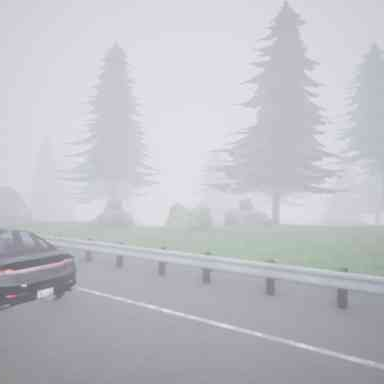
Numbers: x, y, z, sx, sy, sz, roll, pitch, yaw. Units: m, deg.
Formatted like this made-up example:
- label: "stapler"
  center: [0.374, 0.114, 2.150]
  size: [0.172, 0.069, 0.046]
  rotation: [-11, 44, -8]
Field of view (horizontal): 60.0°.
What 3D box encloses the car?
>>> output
- label: "car"
  center: [-4.512, 1.529, 7.080]
  size: [4.902, 1.511, 2.128]
  rotation: [0, 0, 35]
